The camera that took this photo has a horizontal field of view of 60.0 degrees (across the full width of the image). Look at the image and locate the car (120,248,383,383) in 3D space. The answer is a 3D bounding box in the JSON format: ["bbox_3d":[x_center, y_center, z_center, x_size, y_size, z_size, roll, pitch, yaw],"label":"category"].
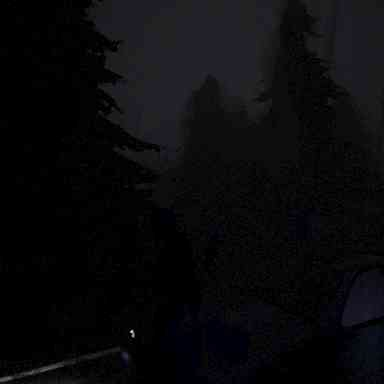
[{"bbox_3d":[1.875,1.529,4.435,5.357,1.411,2.033,0,1,-29],"label":"car"}]
